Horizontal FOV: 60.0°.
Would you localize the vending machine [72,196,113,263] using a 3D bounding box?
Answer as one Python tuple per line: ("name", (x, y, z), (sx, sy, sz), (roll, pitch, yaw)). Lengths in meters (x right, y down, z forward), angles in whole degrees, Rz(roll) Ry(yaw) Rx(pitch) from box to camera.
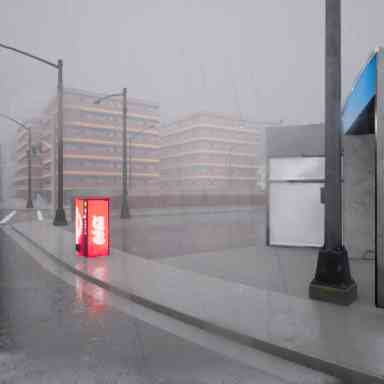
("vending machine", (-3.361, 1.195, 11.256), (1.100, 2.100, 0.880), (0, 0, -36))
